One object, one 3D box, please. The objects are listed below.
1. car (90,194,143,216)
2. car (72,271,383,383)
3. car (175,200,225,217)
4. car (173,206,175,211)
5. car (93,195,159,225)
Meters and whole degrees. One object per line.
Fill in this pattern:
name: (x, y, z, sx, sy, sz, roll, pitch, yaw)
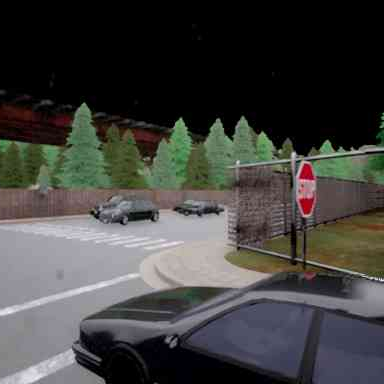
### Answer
car: (-5.842, 1.220, 28.070, 2.150, 2.045, 5.566, 0, 0, 36)
car: (1.189, 1.548, 3.132, 5.357, 1.411, 2.033, 0, 0, 35)
car: (1.130, 1.546, 31.679, 2.033, 1.411, 5.357, 0, 0, 36)
car: (0.208, 1.546, 36.346, 2.033, 1.411, 5.357, 0, 0, 37)
car: (-4.458, 1.350, 24.031, 2.097, 1.767, 4.553, 0, 0, 36)
